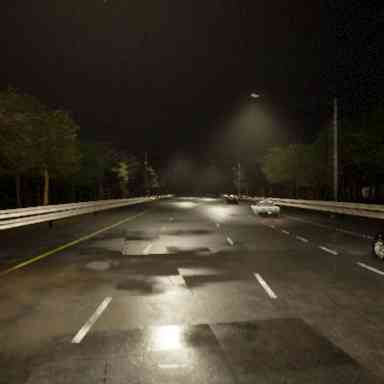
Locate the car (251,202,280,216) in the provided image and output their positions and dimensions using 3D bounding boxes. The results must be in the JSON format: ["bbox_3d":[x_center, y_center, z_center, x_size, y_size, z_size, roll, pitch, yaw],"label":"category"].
[{"bbox_3d":[6.999,1.603,32.147,1.895,1.301,4.718,0,0,0],"label":"car"}]

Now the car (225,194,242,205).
[{"bbox_3d":[7.025,1.519,59.527,2.128,1.511,4.902,0,0,0],"label":"car"}]

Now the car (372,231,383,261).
[{"bbox_3d":[7.001,1.506,9.328,1.837,1.490,4.892,0,0,0],"label":"car"}]
